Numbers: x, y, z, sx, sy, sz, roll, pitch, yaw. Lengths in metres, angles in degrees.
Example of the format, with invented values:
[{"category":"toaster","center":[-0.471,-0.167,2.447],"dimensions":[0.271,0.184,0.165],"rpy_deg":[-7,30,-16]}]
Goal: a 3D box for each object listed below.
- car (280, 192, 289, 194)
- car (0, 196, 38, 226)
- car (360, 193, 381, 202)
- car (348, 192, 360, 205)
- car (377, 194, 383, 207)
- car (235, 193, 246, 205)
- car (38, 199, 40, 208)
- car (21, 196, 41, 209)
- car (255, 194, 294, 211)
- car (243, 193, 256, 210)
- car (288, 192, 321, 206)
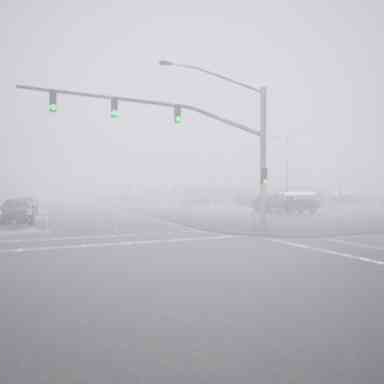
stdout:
[{"category":"car","center":[18.992,1.251,61.942],"dimensions":[3.905,1.438,1.784],"rpy_deg":[0,0,-23]},{"category":"car","center":[-11.602,1.234,22.056],"dimensions":[2.097,1.767,4.553],"rpy_deg":[0,0,-24]},{"category":"car","center":[36.160,1.070,66.214],"dimensions":[3.866,1.878,1.905],"rpy_deg":[0,0,-23]},{"category":"car","center":[35.023,1.298,68.878],"dimensions":[3.806,1.475,1.970],"rpy_deg":[0,0,-23]},{"category":"car","center":[26.855,1.355,43.777],"dimensions":[3.806,1.475,1.970],"rpy_deg":[0,0,-23]},{"category":"car","center":[8.449,1.058,48.194],"dimensions":[4.605,1.855,1.932],"rpy_deg":[0,0,-23]},{"category":"car","center":[-15.604,1.198,31.169],"dimensions":[2.097,1.767,4.553],"rpy_deg":[0,0,-24]},{"category":"car","center":[-20.832,1.289,43.090],"dimensions":[2.128,1.511,4.902],"rpy_deg":[0,0,-23]},{"category":"car","center":[10.704,1.321,43.092],"dimensions":[3.806,1.475,1.970],"rpy_deg":[0,0,-23]},{"category":"car","center":[9.558,1.279,45.751],"dimensions":[3.905,1.438,1.784],"rpy_deg":[0,0,-23]},{"category":"car","center":[20.081,1.051,59.256],"dimensions":[4.605,1.855,1.932],"rpy_deg":[0,0,-23]}]
